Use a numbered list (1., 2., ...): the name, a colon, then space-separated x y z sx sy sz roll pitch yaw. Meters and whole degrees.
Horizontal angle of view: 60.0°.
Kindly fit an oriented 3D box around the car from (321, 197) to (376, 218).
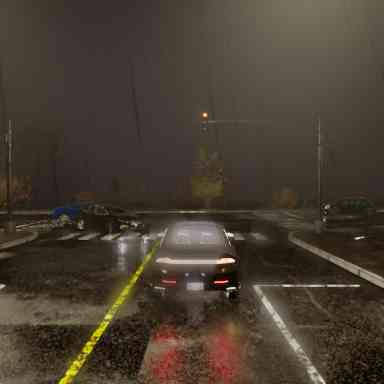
1. car: 13.144 1.232 28.529 4.553 1.767 2.097 0 1 -1

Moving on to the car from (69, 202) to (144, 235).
1. car: -4.774 1.502 19.109 4.892 1.490 1.837 0 -3 41

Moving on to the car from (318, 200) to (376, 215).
1. car: 14.749 1.429 31.811 4.718 1.301 1.895 0 1 -2

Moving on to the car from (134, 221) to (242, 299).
1. car: 0.083 1.489 8.425 2.128 1.511 4.902 0 0 1

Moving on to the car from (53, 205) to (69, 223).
1. car: -7.944 1.488 25.332 5.008 1.535 1.882 -1 0 0
